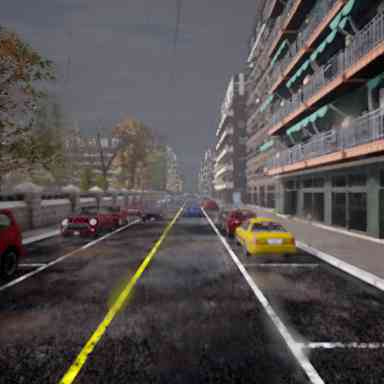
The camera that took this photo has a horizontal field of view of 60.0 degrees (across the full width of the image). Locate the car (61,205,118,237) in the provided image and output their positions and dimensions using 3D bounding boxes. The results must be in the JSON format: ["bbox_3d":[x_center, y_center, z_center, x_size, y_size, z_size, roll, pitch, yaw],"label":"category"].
[{"bbox_3d":[-5.700,1.520,18.455,1.967,1.590,4.097,0,0,0],"label":"car"}]

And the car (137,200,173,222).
[{"bbox_3d":[-3.010,1.678,28.094,2.033,1.411,5.357,0,0,0],"label":"car"}]

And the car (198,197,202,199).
[{"bbox_3d":[0.016,1.770,45.900,1.994,1.385,4.181,0,0,0],"label":"car"}]

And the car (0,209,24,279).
[{"bbox_3d":[-5.697,1.347,7.385,2.192,1.841,5.009,0,0,0],"label":"car"}]

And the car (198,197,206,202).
[{"bbox_3d":[2.660,1.992,90.414,1.947,1.339,4.313,0,0,0],"label":"car"}]

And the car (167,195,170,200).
[{"bbox_3d":[-5.713,1.838,62.736,2.008,1.369,4.403,0,0,0],"label":"car"}]

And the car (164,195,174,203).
[{"bbox_3d":[-5.721,1.713,84.877,2.192,1.841,5.009,0,0,0],"label":"car"}]

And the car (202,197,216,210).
[{"bbox_3d":[2.673,1.751,46.133,1.887,1.381,4.507,0,0,0],"label":"car"}]

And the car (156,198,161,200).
[{"bbox_3d":[-5.707,1.788,46.130,1.802,1.307,4.206,0,0,0],"label":"car"}]

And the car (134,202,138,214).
[{"bbox_3d":[-5.705,1.737,35.059,1.802,1.307,4.206,0,0,0],"label":"car"}]

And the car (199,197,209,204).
[{"bbox_3d":[2.664,1.908,73.809,1.947,1.339,4.313,0,0,0],"label":"car"}]

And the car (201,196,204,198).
[{"bbox_3d":[2.671,1.778,51.668,1.887,1.381,4.507,0,0,0],"label":"car"}]

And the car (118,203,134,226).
[{"bbox_3d":[-5.701,1.650,23.990,1.887,1.381,4.507,0,0,0],"label":"car"}]

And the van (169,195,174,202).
[{"bbox_3d":[-5.719,1.711,79.341,1.690,1.788,3.998,0,0,0],"label":"van"}]

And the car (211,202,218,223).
[{"bbox_3d":[2.679,1.656,23.993,2.008,1.369,4.403,0,0,0],"label":"car"}]

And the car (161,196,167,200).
[{"bbox_3d":[-5.711,1.784,57.030,1.752,1.417,4.829,0,0,0],"label":"car"}]

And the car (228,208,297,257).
[{"bbox_3d":[2.682,1.582,13.092,1.752,1.417,4.829,0,0,0],"label":"car"}]

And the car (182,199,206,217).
[{"bbox_3d":[-0.006,1.692,32.788,2.033,1.411,5.357,0,0,0],"label":"car"}]

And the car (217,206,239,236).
[{"bbox_3d":[2.681,1.625,18.457,1.887,1.381,4.507,0,0,0],"label":"car"}]
